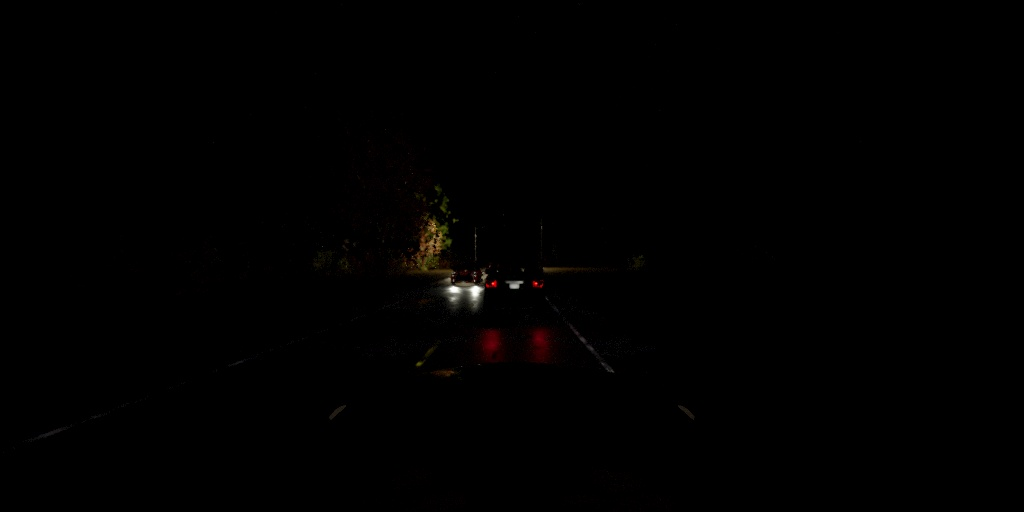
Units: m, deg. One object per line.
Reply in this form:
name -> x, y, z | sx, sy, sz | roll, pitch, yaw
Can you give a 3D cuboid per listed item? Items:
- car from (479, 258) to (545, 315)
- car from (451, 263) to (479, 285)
car -> 0.092, 1.102, 14.448 | 2.150, 2.045, 5.566 | 0, 0, 0
car -> -3.605, 1.390, 28.912 | 2.097, 1.767, 4.553 | 0, -1, 0
